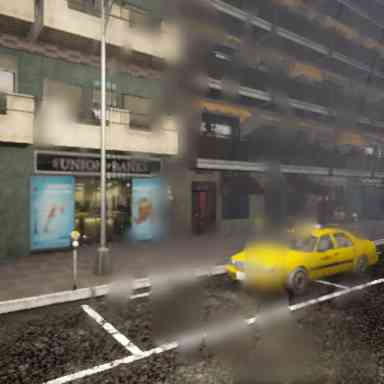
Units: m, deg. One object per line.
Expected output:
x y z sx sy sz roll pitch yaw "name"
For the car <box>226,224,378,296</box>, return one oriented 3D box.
3.064 1.557 8.756 4.829 1.417 1.752 0 0 -36 "car"
